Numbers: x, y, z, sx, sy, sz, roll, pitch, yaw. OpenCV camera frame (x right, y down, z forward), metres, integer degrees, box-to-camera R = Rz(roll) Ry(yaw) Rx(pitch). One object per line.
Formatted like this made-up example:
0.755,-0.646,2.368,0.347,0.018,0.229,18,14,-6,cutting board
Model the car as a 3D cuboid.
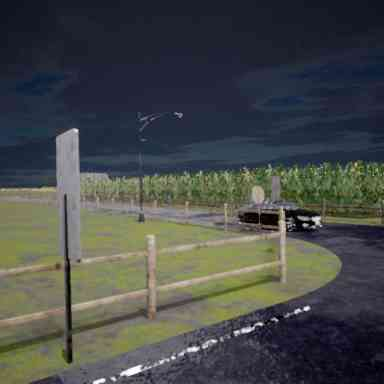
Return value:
4.645,1.231,18.119,2.128,1.511,4.902,-2,1,-37,car
